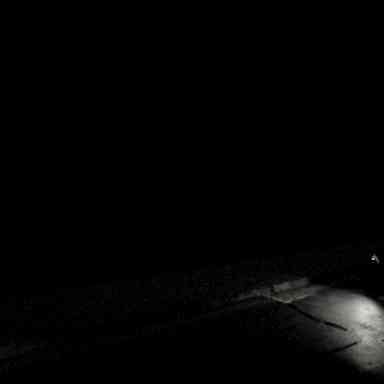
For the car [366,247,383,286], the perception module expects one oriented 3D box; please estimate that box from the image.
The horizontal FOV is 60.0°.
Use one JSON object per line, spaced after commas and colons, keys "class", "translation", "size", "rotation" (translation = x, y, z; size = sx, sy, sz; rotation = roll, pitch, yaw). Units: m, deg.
{"class": "car", "translation": [6.108, 1.416, 7.854], "size": [4.674, 1.442, 1.812], "rotation": [-1, 1, -32]}
